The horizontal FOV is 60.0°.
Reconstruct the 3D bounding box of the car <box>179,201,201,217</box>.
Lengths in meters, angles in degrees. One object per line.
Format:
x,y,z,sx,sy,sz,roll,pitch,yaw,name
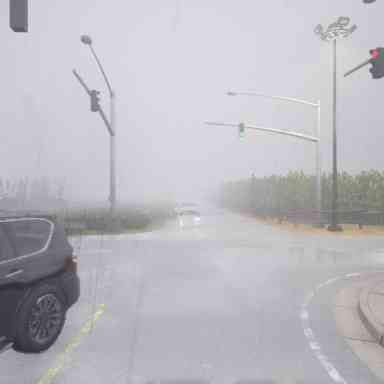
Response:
-0.268,1.606,31.912,1.812,1.442,4.674,0,1,-3,car

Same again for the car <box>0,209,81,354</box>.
-3.490,1.276,3.472,2.150,2.045,5.566,-1,-1,16,car
